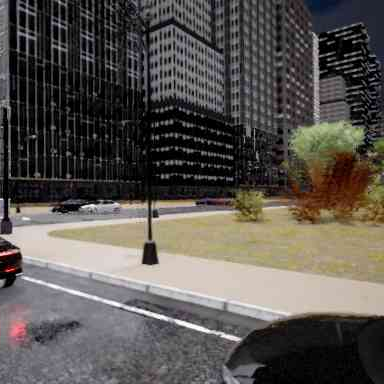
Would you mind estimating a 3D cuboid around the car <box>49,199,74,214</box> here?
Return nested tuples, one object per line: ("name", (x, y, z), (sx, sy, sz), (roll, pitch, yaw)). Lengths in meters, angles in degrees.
("car", (-12.666, 1.538, 35.334), (2.128, 1.511, 4.902), (-1, -1, 37))

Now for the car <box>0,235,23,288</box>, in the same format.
("car", (-5.958, 1.476, 7.928), (4.902, 1.511, 2.128), (0, 0, 35))

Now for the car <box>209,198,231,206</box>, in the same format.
("car", (5.188, 1.635, 53.519), (1.895, 1.301, 4.718), (-1, -1, 38))

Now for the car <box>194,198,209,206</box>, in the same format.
("car", (2.436, 1.676, 55.271), (1.895, 1.301, 4.718), (-1, -1, 38))

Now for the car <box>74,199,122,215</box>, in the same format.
("car", (-9.358, 1.533, 34.323), (1.812, 1.442, 4.674), (-1, -1, 37))

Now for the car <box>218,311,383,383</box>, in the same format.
("car", (2.430, 1.493, 1.952), (4.902, 1.511, 2.128), (0, 0, 35))
